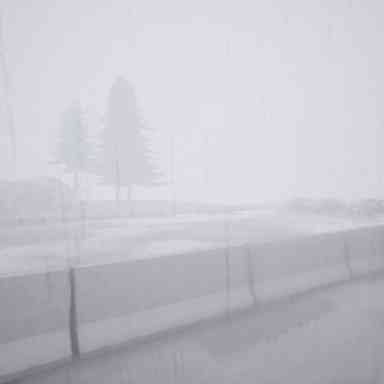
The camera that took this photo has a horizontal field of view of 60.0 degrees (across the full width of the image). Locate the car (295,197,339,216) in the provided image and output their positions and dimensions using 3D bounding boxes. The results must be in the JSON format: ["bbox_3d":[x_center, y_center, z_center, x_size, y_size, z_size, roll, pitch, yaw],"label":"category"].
[{"bbox_3d":[11.735,1.246,29.559,5.008,1.535,1.882,0,0,-35],"label":"car"}]

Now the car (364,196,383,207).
[{"bbox_3d":[24.387,1.213,42.840,4.718,1.301,1.895,-1,0,-35],"label":"car"}]

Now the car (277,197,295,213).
[{"bbox_3d":[10.515,1.251,32.983,4.902,1.511,2.128,-1,0,-35],"label":"car"}]

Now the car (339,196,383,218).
[{"bbox_3d":[14.709,1.250,27.379,4.902,1.511,2.128,-1,0,-35],"label":"car"}]
